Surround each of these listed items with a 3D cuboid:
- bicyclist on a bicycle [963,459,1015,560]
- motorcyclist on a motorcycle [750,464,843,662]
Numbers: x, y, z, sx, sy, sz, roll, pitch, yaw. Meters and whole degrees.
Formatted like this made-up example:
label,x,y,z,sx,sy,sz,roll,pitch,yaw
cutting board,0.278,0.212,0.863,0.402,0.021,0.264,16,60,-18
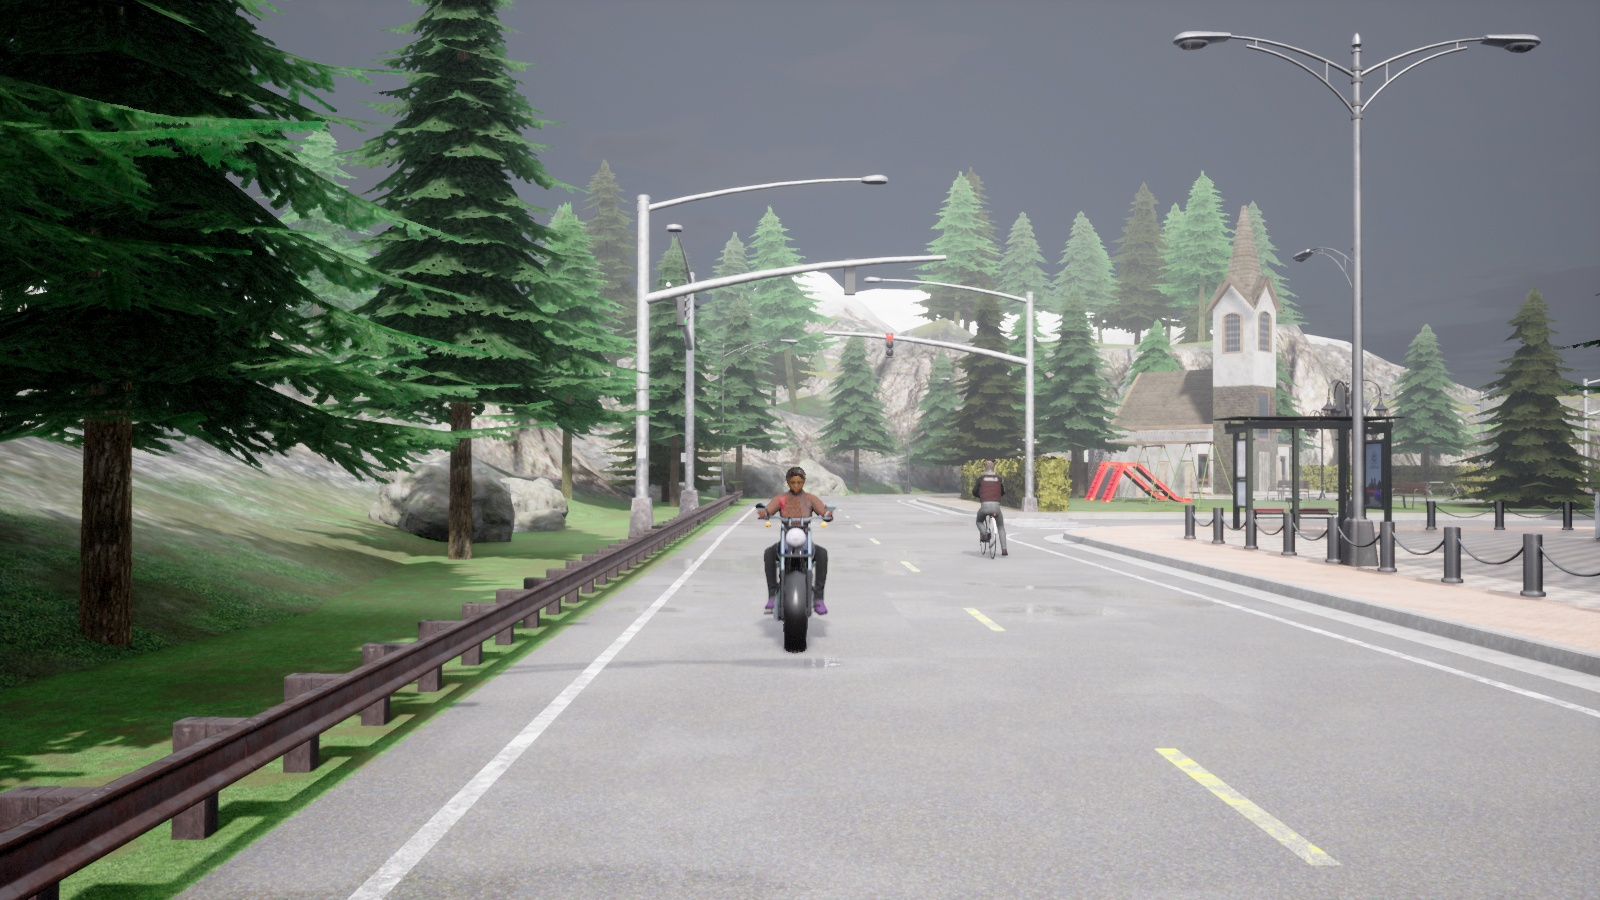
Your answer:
label,x,y,z,sx,sy,sz,roll,pitch,yaw
bicyclist on a bicycle,3.438,1.056,22.945,0.659,1.776,1.843,0,-1,0
motorcyclist on a motorcycle,-0.031,0.960,11.659,0.766,1.649,2.350,0,-1,0
